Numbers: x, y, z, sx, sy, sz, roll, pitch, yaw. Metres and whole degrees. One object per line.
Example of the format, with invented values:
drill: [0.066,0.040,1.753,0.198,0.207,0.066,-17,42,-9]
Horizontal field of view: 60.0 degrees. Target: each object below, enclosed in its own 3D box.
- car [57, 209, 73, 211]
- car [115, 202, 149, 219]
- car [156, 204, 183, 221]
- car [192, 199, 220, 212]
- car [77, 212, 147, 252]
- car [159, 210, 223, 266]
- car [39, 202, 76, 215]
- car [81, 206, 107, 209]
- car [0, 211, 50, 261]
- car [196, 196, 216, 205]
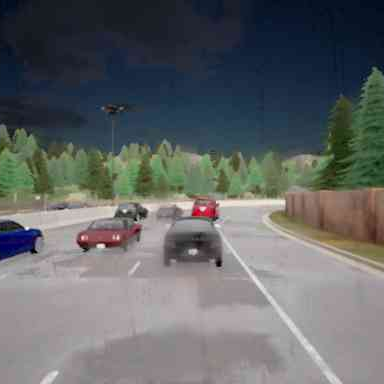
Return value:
car: [-14.335,2.073,41.805,1.837,1.490,4.892,0,-1,15]
car: [-5.599,1.770,31.379,2.097,1.767,4.553,0,-1,8]
car: [-2.017,1.907,31.637,2.128,1.511,4.902,0,-1,9]
car: [1.326,1.620,30.708,2.150,2.045,5.566,0,-1,9]
car: [-3.445,1.801,14.888,1.895,1.301,4.718,0,-1,1]
car: [0.031,1.638,12.268,1.882,1.535,5.008,0,-1,0]
car: [-17.504,2.100,43.504,1.837,1.490,4.892,0,-1,15]
car: [-11.375,2.131,39.394,1.895,1.301,4.718,0,-1,13]
car: [-6.969,1.640,11.522,1.882,1.535,5.008,0,-1,0]
car: [3.364,1.976,79.397,2.150,2.045,5.566,-1,-1,37]
